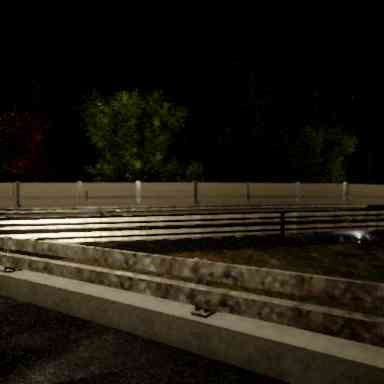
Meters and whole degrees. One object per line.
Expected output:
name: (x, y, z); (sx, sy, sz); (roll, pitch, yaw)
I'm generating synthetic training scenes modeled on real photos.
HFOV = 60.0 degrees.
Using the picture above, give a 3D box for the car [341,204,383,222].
car: (11.719, 1.501, 20.906); (4.674, 1.442, 1.812); (-1, 0, -15)

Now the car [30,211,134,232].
car: (-5.330, 1.631, 16.446); (4.718, 1.301, 1.895); (-1, 0, -15)
